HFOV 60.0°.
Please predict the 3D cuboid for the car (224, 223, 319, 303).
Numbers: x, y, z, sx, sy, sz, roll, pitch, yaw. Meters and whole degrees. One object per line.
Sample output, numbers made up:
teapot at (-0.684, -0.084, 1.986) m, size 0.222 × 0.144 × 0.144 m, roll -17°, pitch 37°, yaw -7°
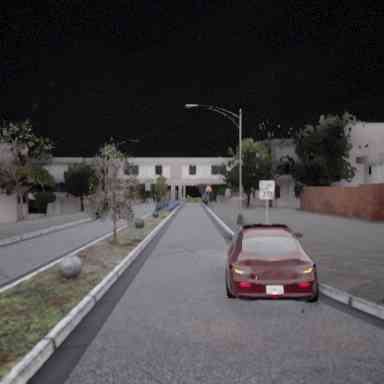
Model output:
car at (1.795, 1.493, 8.168) m, size 1.812 × 1.442 × 4.674 m, roll -3°, pitch 1°, yaw 8°
